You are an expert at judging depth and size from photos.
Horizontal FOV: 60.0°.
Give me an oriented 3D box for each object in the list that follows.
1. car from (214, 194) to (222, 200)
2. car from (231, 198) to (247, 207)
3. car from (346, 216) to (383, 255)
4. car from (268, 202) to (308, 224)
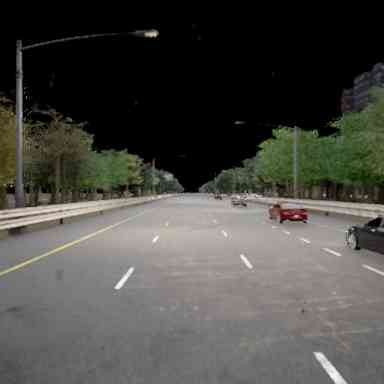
[{"bbox_3d":[7.260,1.509,93.724,1.837,1.490,4.892,0,0,0],"label":"car"},{"bbox_3d":[7.114,1.609,50.798,1.895,1.301,4.718,0,0,0],"label":"car"},{"bbox_3d":[7.006,1.508,11.209,1.837,1.490,4.892,0,0,0],"label":"car"},{"bbox_3d":[7.030,1.500,24.821,1.882,1.535,5.008,0,0,0],"label":"car"}]
